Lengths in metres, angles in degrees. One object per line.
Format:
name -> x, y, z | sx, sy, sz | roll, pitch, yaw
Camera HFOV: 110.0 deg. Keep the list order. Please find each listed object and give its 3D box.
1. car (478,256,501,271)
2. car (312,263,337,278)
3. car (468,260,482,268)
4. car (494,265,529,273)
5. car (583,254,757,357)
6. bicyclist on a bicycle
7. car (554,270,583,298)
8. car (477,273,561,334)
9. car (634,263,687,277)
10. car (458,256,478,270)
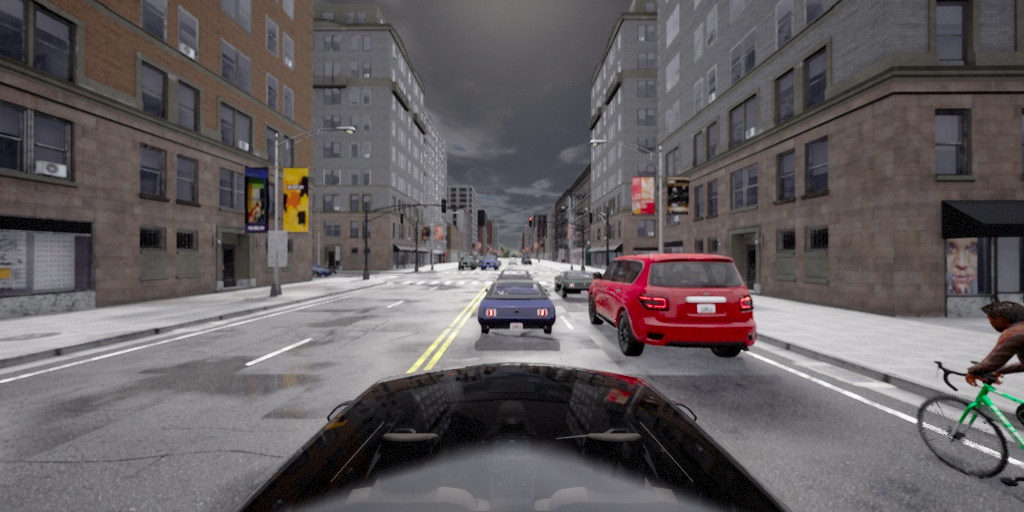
car -> -3.192, 1.009, 52.017 | 2.150, 2.045, 5.566 | 0, 0, 2
car -> -19.616, 1.295, 34.036 | 5.357, 1.411, 2.033 | 0, 0, 0
car -> -6.422, 1.358, 62.218 | 1.994, 1.385, 4.181 | 0, 0, 1
car -> 0.142, 1.362, 19.720 | 1.895, 1.301, 4.718 | 0, 0, 0
car -> 3.340, 0.975, 8.695 | 2.150, 2.045, 5.566 | 0, 0, 2
bicyclist on a bicycle -> 4.149, 1.203, 2.856 | 0.582, 1.620, 1.656 | 0, 0, 0
car -> 3.289, 1.361, 18.463 | 1.895, 1.301, 4.718 | 0, 0, 0
car -> 0.120, 1.356, 10.615 | 1.895, 1.301, 4.718 | 0, 0, 0
car -> 15.145, 1.424, 36.762 | 4.718, 1.301, 1.895 | 0, 0, 0
car -> -6.467, 1.009, 52.313 | 2.150, 2.045, 5.566 | 0, 0, 0
